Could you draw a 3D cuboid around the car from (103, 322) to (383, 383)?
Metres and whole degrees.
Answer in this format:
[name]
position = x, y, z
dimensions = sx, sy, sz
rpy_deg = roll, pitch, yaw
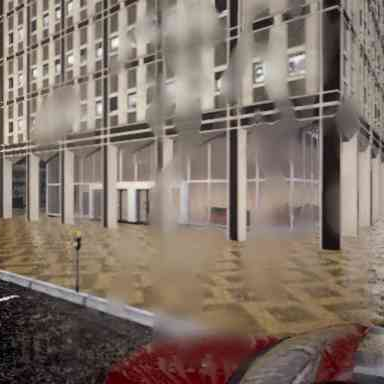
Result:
[car]
position = 1.143, 1.582, 2.058
dimensions = 4.206, 1.307, 1.802
rpy_deg = 0, 0, 36
